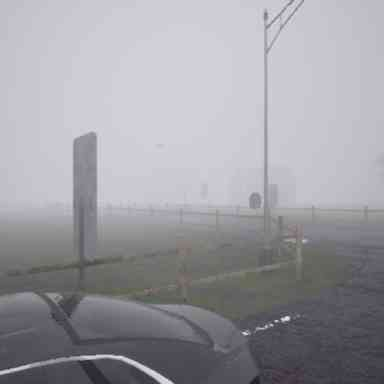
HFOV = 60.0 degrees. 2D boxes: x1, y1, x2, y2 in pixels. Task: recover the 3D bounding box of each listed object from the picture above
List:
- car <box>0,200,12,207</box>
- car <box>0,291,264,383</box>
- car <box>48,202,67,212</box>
[{"bbox_3d":[-42.883,2.634,75.977,5.008,1.535,1.882,-1,0,40],"label":"car"},{"bbox_3d":[-1.694,1.521,1.749,4.892,1.490,1.837,0,0,-35],"label":"car"},{"bbox_3d":[-19.955,2.205,49.622,2.128,1.511,4.902,0,-1,-42],"label":"car"}]
